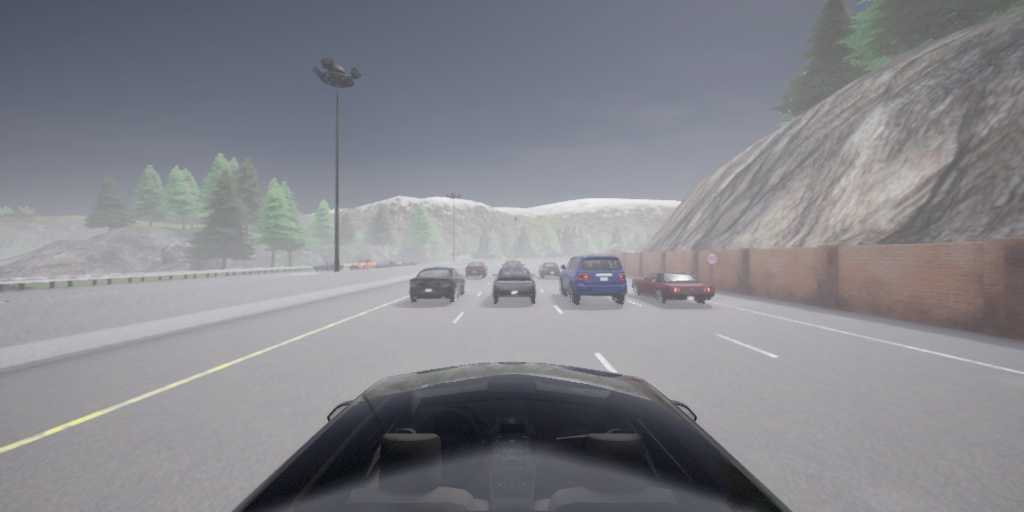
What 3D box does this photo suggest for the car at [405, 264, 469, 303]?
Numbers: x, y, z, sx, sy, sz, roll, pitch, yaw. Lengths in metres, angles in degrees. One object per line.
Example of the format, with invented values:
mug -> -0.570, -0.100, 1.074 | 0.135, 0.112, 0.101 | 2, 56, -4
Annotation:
car -> -3.398, 1.258, 17.057 | 1.882, 1.535, 5.008 | 0, 0, 0

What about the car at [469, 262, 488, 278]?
car -> -3.399, 1.293, 34.969 | 1.882, 1.535, 5.008 | 0, 0, 0

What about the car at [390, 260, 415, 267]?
car -> -14.087, 1.388, 47.852 | 2.033, 1.411, 5.357 | 0, 0, 0

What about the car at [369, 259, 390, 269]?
car -> -17.514, 1.322, 49.796 | 1.882, 1.535, 5.008 | 0, 0, 1

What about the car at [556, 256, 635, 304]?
car -> 3.603, 1.001, 16.710 | 2.150, 2.045, 5.566 | 0, 0, 0

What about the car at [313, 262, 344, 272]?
car -> -24.556, 1.442, 48.055 | 1.895, 1.301, 4.718 | 0, 0, 1

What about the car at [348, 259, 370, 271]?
car -> -21.002, 1.197, 50.122 | 2.097, 1.767, 4.553 | 0, 0, 1

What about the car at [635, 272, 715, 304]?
car -> 7.101, 1.380, 16.441 | 1.895, 1.301, 4.718 | 0, 0, 0

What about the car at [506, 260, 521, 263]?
car -> 0.102, 1.164, 33.122 | 2.097, 1.767, 4.553 | 0, 0, 0

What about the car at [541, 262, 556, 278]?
car -> 3.602, 1.340, 34.445 | 1.812, 1.442, 4.674 | 0, 0, 0

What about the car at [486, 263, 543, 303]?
car -> 0.100, 1.271, 16.901 | 2.128, 1.511, 4.902 | 0, 0, 0
